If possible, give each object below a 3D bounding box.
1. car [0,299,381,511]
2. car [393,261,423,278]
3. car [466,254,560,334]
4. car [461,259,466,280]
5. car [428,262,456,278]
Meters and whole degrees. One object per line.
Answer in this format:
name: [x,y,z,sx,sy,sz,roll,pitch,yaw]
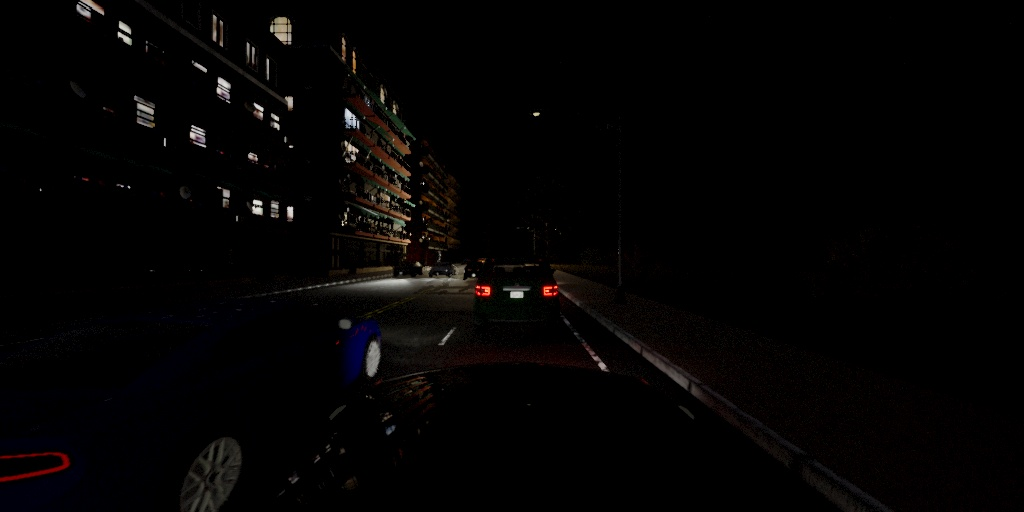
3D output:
car: [-3.144,1.228,4.099,1.882,1.535,5.008,0,0,0]
car: [-9.725,1.243,33.851,2.128,1.511,4.902,0,0,0]
car: [0.130,0.973,10.808,2.150,2.045,5.566,0,0,0]
car: [-3.036,1.258,30.958,1.837,1.490,4.892,0,0,0]
car: [-6.476,1.277,33.638,1.812,1.442,4.674,0,0,0]
